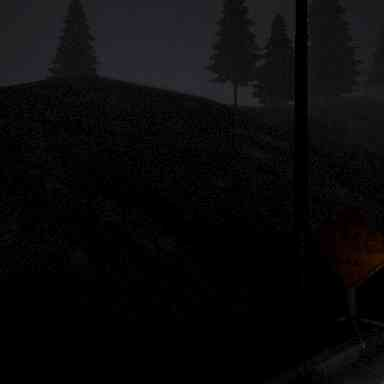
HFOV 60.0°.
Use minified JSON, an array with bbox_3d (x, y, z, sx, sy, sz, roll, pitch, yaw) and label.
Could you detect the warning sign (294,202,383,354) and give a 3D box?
[{"bbox_3d":[2.420,1.115,5.043,1.060,1.860,1.300,0,0,-35],"label":"warning sign"}]
